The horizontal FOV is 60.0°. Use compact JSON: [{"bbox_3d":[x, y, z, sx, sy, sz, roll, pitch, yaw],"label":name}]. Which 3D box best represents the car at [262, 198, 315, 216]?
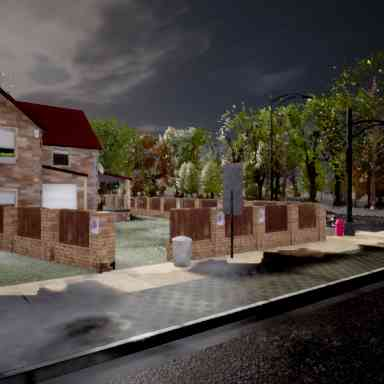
[{"bbox_3d":[9.321,1.431,32.553,1.837,1.490,4.892,0,0,-36],"label":"car"}]

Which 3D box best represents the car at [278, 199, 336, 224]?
[{"bbox_3d":[7.684,1.469,23.349,1.812,1.442,4.674,0,0,-36],"label":"car"}]
